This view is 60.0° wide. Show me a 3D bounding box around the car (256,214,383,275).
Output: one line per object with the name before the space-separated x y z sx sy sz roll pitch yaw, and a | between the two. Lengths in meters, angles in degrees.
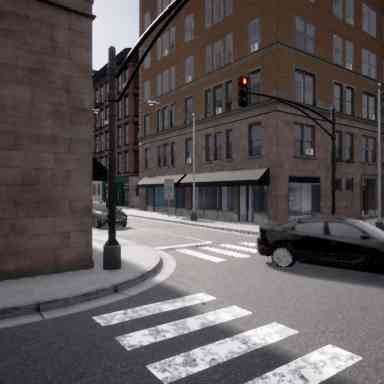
car | 4.340 1.453 9.572 5.008 1.535 1.882 1 1 35

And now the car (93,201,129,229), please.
car | -5.670 1.387 21.009 1.837 1.490 4.892 0 0 -36
